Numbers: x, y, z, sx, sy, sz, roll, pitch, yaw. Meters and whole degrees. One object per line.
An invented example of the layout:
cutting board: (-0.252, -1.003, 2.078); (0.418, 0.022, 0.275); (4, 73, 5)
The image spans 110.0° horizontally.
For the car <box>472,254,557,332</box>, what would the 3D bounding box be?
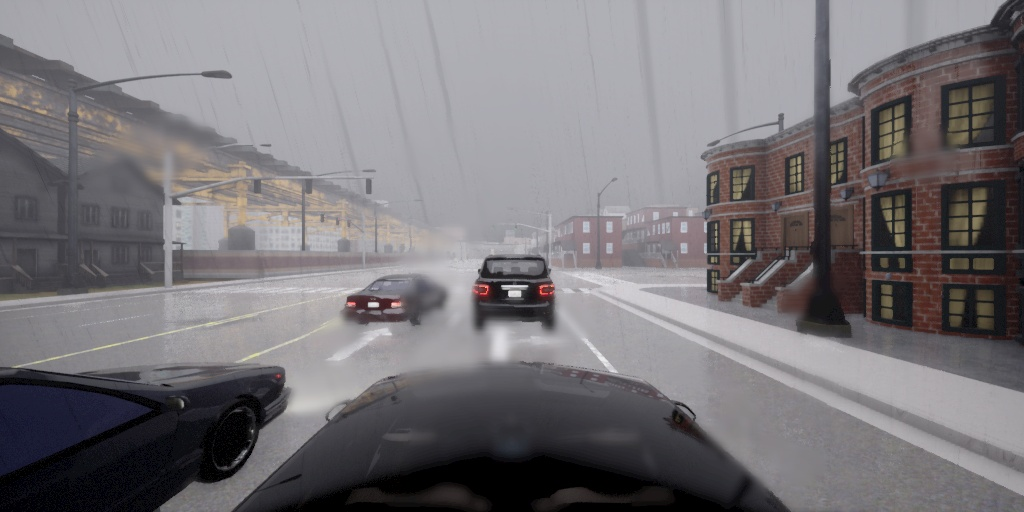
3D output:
car: (0.083, 0.971, 11.000); (2.150, 2.045, 5.566); (0, 0, 0)

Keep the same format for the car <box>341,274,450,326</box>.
car: (-3.443, 1.297, 11.688); (2.033, 1.411, 5.357); (0, 0, 2)

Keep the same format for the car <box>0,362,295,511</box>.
car: (-3.388, 1.297, 1.611); (2.033, 1.411, 5.357); (0, 0, -1)
